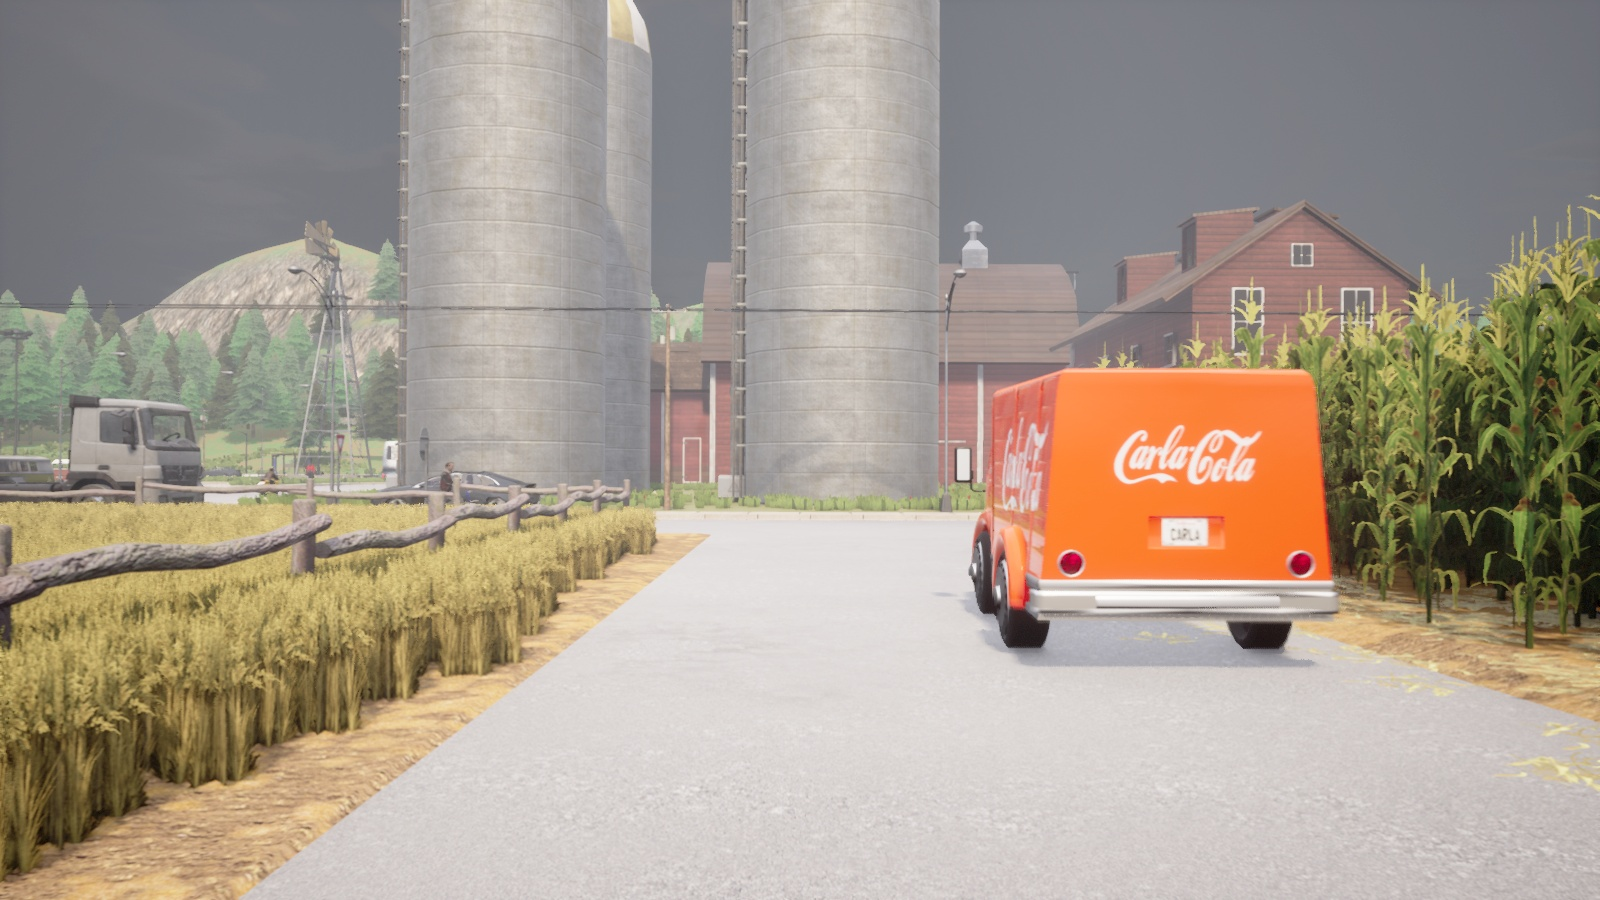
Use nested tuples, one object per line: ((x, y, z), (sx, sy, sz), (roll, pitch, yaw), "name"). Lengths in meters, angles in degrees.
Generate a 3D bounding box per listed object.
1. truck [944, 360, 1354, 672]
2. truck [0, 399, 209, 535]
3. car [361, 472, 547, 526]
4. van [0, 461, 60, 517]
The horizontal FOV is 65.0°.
((3.067, 0.561, 12.565), (2.627, 2.467, 5.204), (0, -1, 0), "truck")
((-20.399, 0.464, 33.481), (7.936, 3.462, 2.891), (0, -1, 0), "truck")
((-10.126, 1.411, 37.019), (4.902, 1.511, 2.128), (0, -1, 0), "car")
((-29.430, 1.418, 46.252), (1.775, 1.987, 4.442), (0, -1, -1), "van")
